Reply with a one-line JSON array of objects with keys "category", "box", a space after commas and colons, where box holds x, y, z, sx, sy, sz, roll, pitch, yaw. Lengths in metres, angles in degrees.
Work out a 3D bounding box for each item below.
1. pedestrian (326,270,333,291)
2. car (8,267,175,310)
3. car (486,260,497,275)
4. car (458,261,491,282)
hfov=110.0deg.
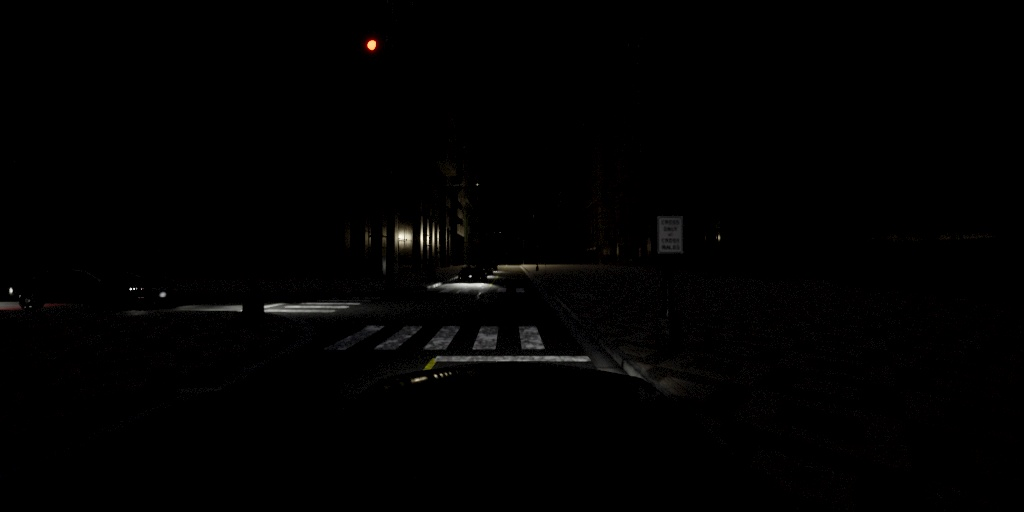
[{"category": "pedestrian", "box": [-9.970, 0.970, 19.612, 0.375, 1.860, 0.375, 0, -1, 0]}, {"category": "car", "box": [-15.479, 1.175, 13.390, 4.902, 1.511, 2.128, 0, -1, 0]}, {"category": "car", "box": [-3.022, 1.326, 38.975, 2.033, 1.411, 5.357, 0, 0, 0]}, {"category": "car", "box": [-3.036, 1.321, 28.430, 1.994, 1.385, 4.181, 0, 0, 1]}]
